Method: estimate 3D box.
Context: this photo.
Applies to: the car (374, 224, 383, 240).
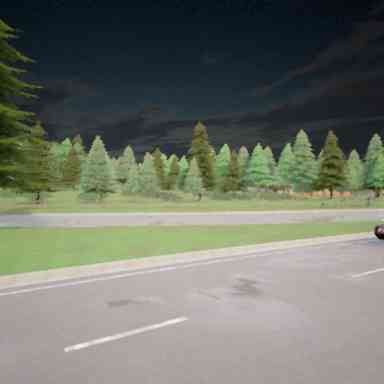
[{"bbox_3d":[9.901,1.572,13.964,4.718,1.301,1.895,0,0,-29],"label":"car"}]
